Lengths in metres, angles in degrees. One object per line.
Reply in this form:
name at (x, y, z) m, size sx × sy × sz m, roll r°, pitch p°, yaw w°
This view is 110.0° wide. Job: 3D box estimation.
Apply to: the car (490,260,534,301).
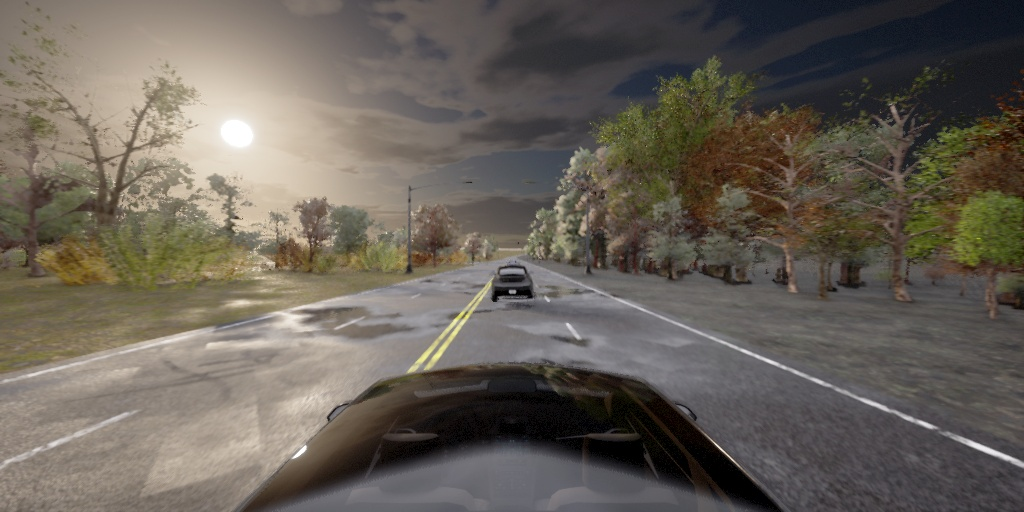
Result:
car at (0.015, 1.177, 17.441) m, size 1.837 × 1.490 × 4.892 m, roll -1°, pitch 2°, yaw 0°
